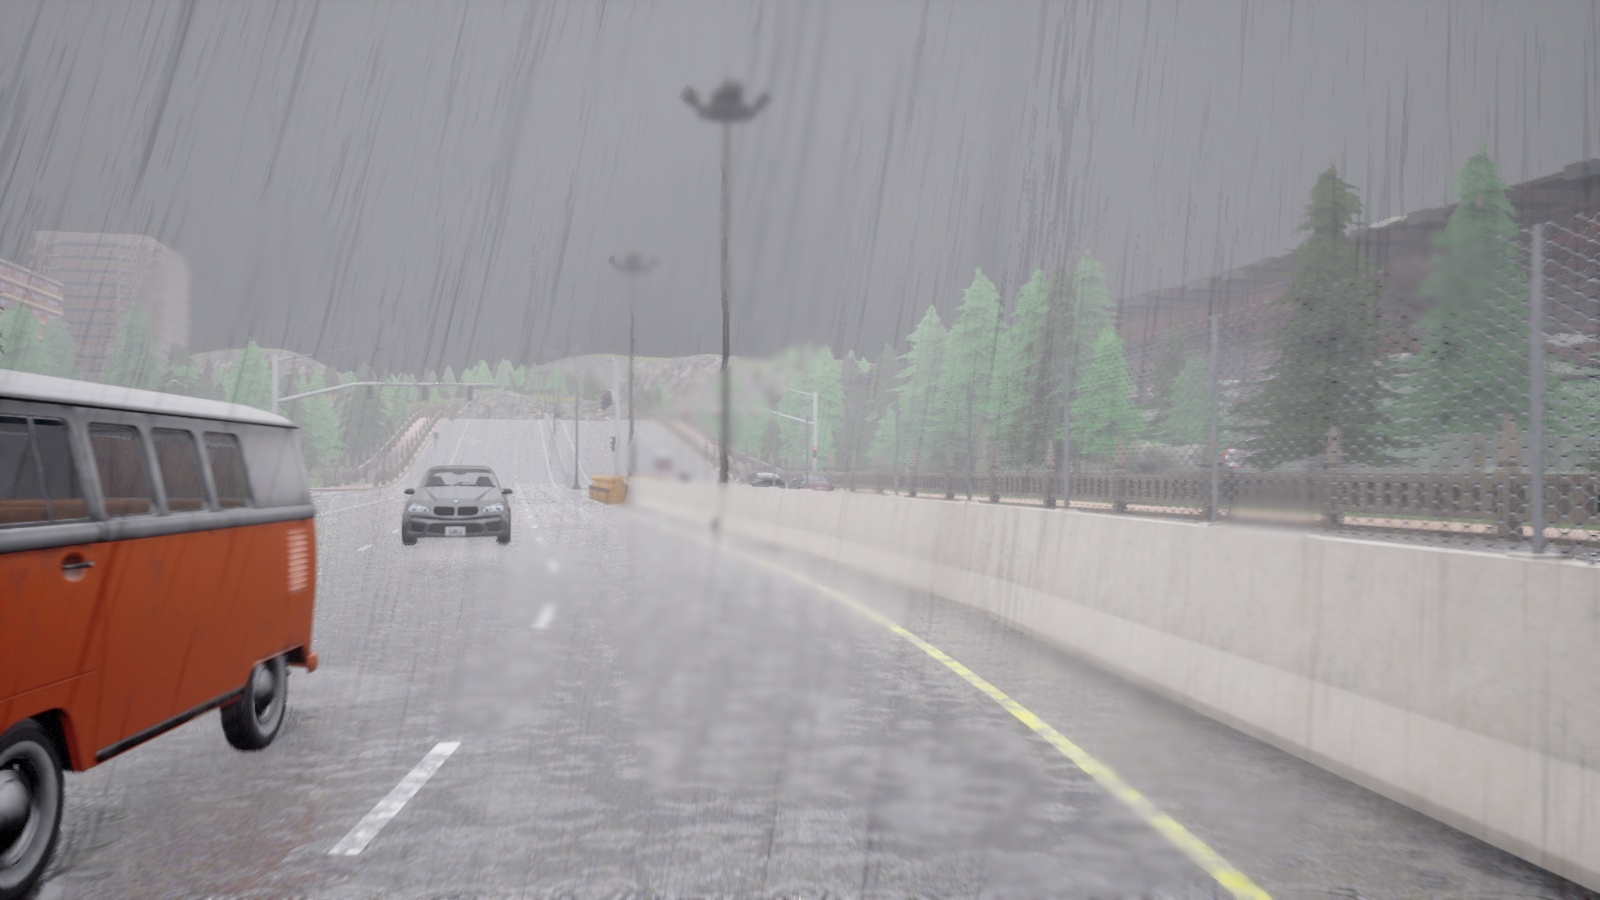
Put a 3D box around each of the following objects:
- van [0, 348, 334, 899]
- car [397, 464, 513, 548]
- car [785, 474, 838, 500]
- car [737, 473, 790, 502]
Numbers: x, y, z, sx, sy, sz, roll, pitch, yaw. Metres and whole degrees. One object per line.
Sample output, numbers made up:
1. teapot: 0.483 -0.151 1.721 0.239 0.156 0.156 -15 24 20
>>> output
1. van: -3.660 0.678 5.603 1.775 1.987 4.442 0 -1 -4
2. car: -7.424 1.153 27.432 2.242 1.667 4.611 0 -1 -13
3. car: 0.599 2.050 70.145 1.994 1.385 4.181 0 -1 -13
4. car: -1.977 1.930 65.773 1.837 1.490 4.892 0 -1 -13
